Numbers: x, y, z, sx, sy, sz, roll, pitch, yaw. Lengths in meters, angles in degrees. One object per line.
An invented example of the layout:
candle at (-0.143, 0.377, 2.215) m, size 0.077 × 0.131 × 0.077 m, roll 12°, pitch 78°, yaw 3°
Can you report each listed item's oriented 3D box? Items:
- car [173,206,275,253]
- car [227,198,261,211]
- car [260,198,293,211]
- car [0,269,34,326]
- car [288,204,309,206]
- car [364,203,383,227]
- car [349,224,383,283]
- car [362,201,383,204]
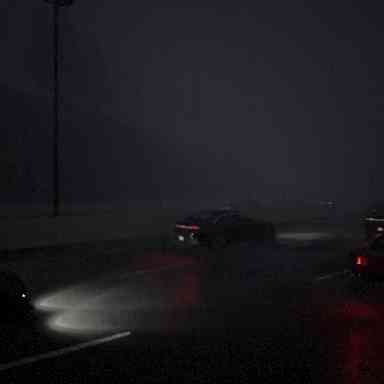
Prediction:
car at (1.487, 1.509, 13.891) m, size 4.902 × 1.511 × 2.128 m, roll 0°, pitch 0°, yaw -39°
car at (6.745, 1.530, 42.696) m, size 1.882 × 1.535 × 5.008 m, roll 0°, pitch 0°, yaw 44°
car at (10.686, 1.526, 41.766) m, size 1.882 × 1.535 × 5.008 m, roll 0°, pitch 0°, yaw 43°
car at (-5.152, 1.557, 4.421) m, size 5.357 × 1.411 × 2.033 m, roll 0°, pitch 0°, yaw -36°
car at (11.617, 1.568, 37.670) m, size 1.812 × 1.442 × 4.674 m, roll 0°, pitch 0°, yaw 43°
car at (10.474, 1.507, 16.895) m, size 4.902 × 1.511 × 2.128 m, roll 0°, pitch 0°, yaw -41°
car at (6.015, 1.609, 8.522) m, size 4.718 × 1.301 × 1.895 m, roll 0°, pitch 0°, yaw -39°
car at (15.425, 1.530, 26.304) m, size 4.892 × 1.490 × 1.837 m, roll 0°, pitch 0°, yaw -44°
